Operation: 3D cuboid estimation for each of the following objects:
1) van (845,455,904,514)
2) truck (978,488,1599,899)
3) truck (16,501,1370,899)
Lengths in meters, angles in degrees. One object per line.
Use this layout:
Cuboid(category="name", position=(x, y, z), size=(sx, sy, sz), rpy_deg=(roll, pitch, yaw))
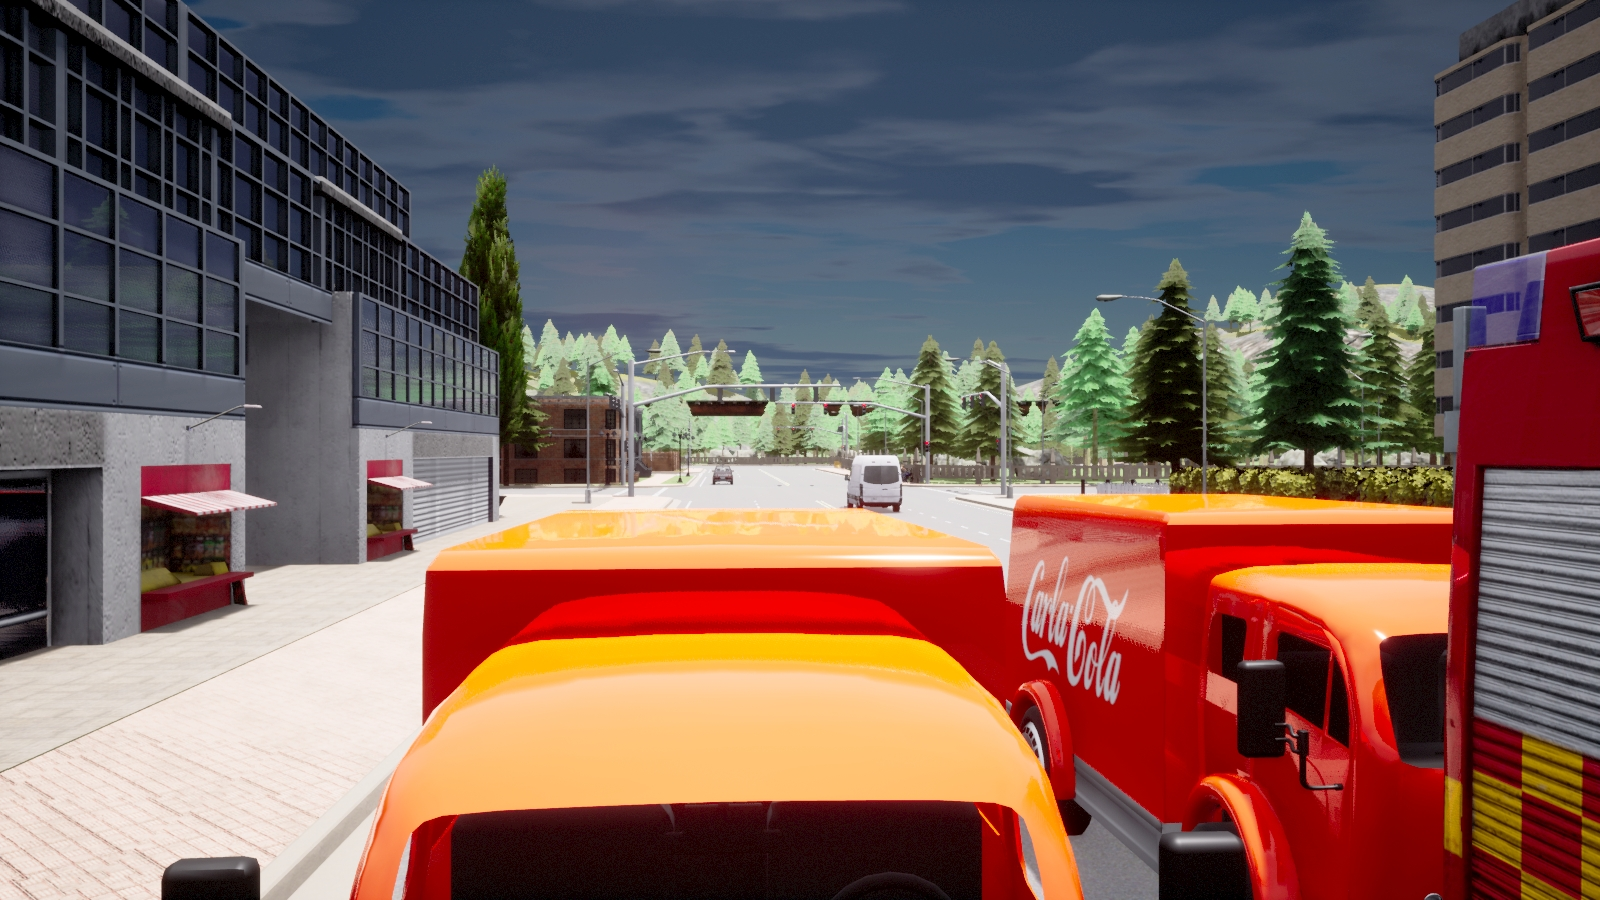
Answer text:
Cuboid(category="van", position=(3.411, 1.534, 53.444), size=(1.988, 2.561, 5.915), rpy_deg=(0, 0, -4))
Cuboid(category="truck", position=(3.003, 1.568, 7.234), size=(2.627, 2.467, 5.204), rpy_deg=(0, 0, -4))
Cuboid(category="truck", position=(-0.347, 1.568, 4.821), size=(2.627, 2.467, 5.204), rpy_deg=(0, 0, -4))
